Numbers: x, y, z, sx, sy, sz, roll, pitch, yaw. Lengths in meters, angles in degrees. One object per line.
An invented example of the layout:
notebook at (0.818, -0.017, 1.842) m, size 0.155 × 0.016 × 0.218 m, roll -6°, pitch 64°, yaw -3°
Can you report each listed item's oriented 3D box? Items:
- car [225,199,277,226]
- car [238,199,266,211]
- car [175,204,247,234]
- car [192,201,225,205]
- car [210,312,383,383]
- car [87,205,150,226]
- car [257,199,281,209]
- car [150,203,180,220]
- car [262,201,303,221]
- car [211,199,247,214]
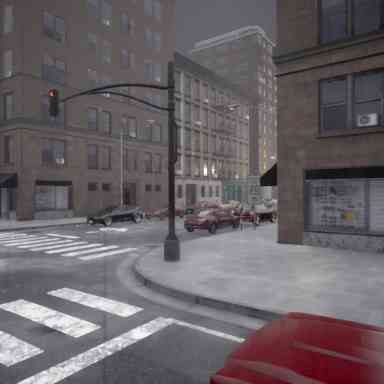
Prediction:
car at (4.387, 1.412, 23.362) m, size 1.967 × 1.590 × 4.097 m, roll 0°, pitch 0°, yaw 36°
car at (7.486, 1.600, 41.494) m, size 1.802 × 1.307 × 4.206 m, roll 0°, pitch 0°, yaw 36°
car at (1.178, 1.555, 18.872) m, size 1.802 × 1.307 × 4.206 m, roll 0°, pitch 0°, yaw 36°
car at (1.067, 1.565, 32.516) m, size 1.887 × 1.381 × 4.507 m, roll 0°, pitch 0°, yaw 36°
car at (2.381, 1.601, 1.991) m, size 4.718 × 1.301 × 1.895 m, roll 0°, pitch 0°, yaw 36°
car at (-5.352, 1.590, 23.538) m, size 1.947 × 1.339 × 4.313 m, roll 0°, pitch 0°, yaw 36°
car at (10.695, 1.601, 45.983) m, size 1.802 × 1.307 × 4.206 m, roll 0°, pitch 0°, yaw 36°
car at (-2.142, 1.604, 28.027) m, size 1.802 × 1.307 × 4.206 m, roll 0°, pitch 0°, yaw 36°
car at (7.696, 1.495, 27.990) m, size 1.752 × 1.417 × 4.829 m, roll 0°, pitch 0°, yaw 36°
car at (4.177, 1.544, 36.867) m, size 1.752 × 1.417 × 4.829 m, roll 0°, pitch 0°, yaw 36°
